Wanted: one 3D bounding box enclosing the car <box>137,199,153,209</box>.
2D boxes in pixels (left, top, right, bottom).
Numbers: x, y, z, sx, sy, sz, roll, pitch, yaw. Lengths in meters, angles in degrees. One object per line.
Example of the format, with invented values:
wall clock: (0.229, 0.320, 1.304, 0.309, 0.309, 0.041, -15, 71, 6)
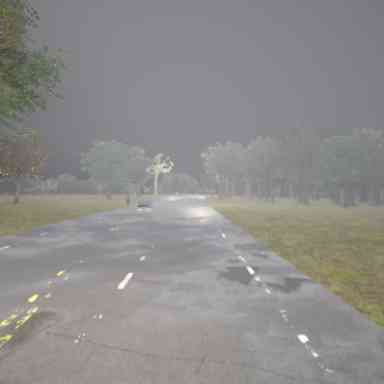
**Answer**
car: (-6.975, 1.739, 49.810, 2.033, 1.411, 5.357, 1, 0, 0)
